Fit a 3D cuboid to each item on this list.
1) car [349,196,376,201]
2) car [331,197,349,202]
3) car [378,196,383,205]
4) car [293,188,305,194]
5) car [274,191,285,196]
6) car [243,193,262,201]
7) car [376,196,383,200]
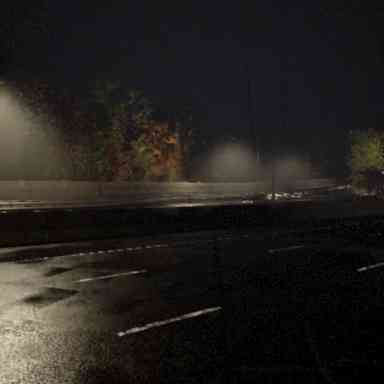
[{"bbox_3d":[25.370,1.312,48.236,4.553,1.767,2.097,0,0,-35],"label":"car"},{"bbox_3d":[23.176,1.480,50.963,4.674,1.442,1.812,0,0,-35],"label":"car"},{"bbox_3d":[36.038,1.505,60.207,5.357,1.411,2.033,0,0,-36],"label":"car"},{"bbox_3d":[27.776,-0.166,86.176,1.882,1.535,5.008,0,2,35],"label":"car"},{"bbox_3d":[19.085,0.469,73.217,1.882,1.535,5.008,0,1,32],"label":"car"},{"bbox_3d":[11.018,0.868,59.994,2.033,1.411,5.357,0,1,31],"label":"car"},{"bbox_3d":[27.602,1.491,45.530,4.674,1.442,1.812,0,0,-35],"label":"car"}]
